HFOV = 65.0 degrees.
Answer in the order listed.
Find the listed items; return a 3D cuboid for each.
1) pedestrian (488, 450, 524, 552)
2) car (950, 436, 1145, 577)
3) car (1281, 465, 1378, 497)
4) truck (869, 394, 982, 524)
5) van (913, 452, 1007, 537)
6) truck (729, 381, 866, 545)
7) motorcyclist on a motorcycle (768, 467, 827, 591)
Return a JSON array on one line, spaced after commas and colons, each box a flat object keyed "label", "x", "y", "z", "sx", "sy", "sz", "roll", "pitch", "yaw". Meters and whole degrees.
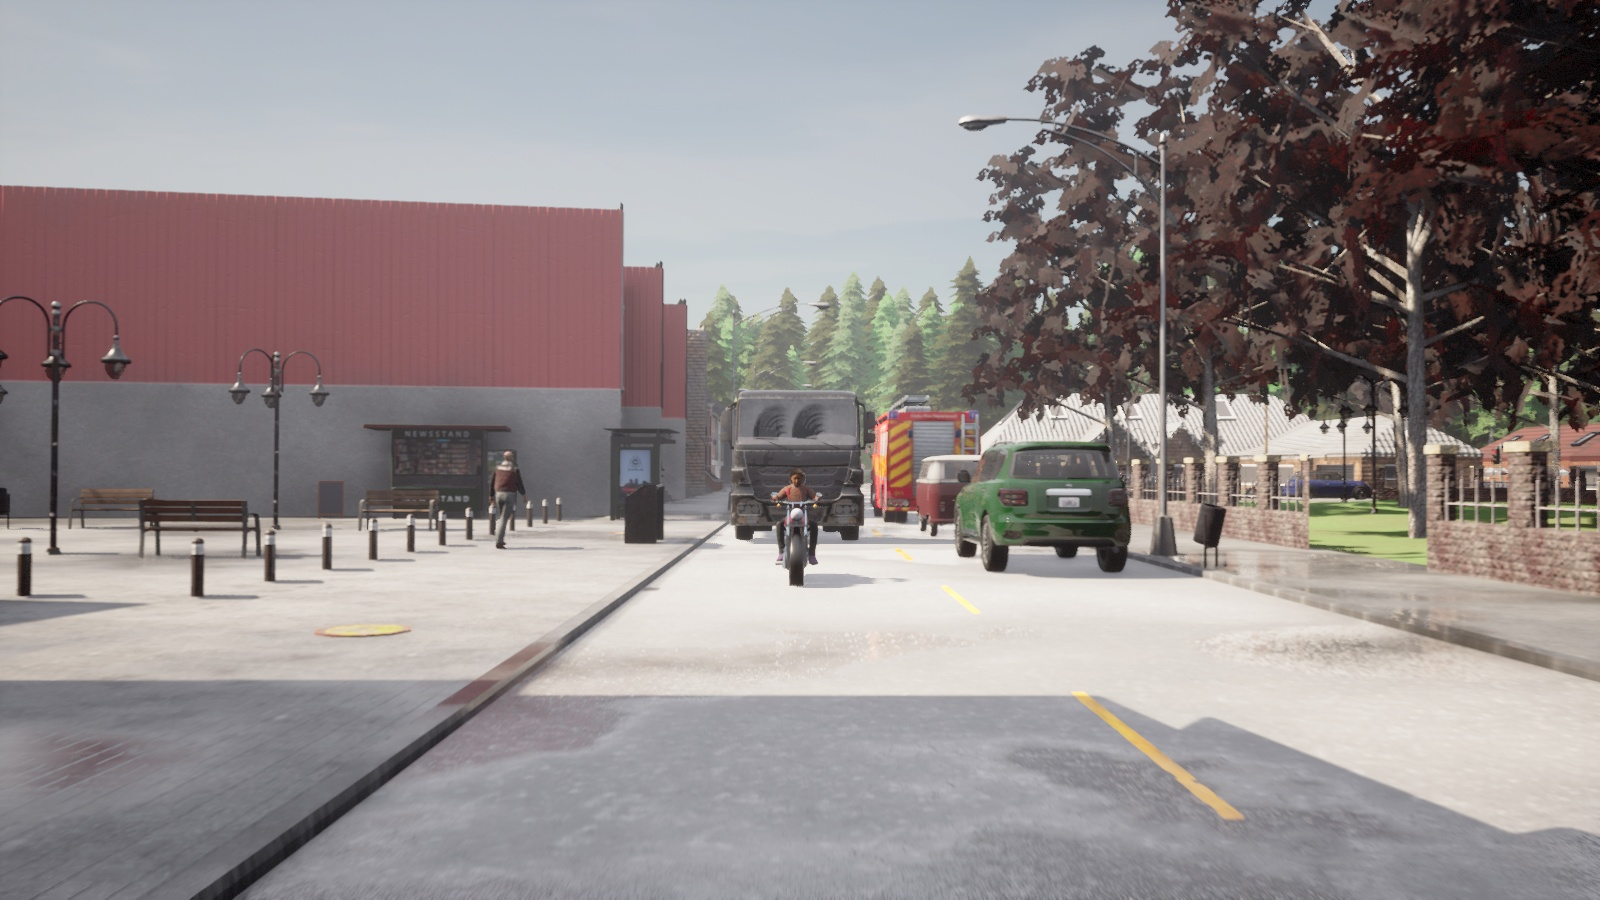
[{"label": "pedestrian", "x": -5.433, "y": 0.935, "z": 23.214, "sx": 0.376, "sy": 1.854, "sz": 0.720, "roll": 0, "pitch": -1, "yaw": 13}, {"label": "car", "x": 3.961, "y": 0.873, "z": 21.176, "sx": 2.150, "sy": 2.045, "sz": 5.566, "roll": 0, "pitch": -1, "yaw": 0}, {"label": "car", "x": 29.953, "y": 1.744, "z": 71.133, "sx": 4.553, "sy": 1.767, "sz": 2.097, "roll": 0, "pitch": -1, "yaw": -2}, {"label": "truck", "x": 3.936, "y": 0.325, "z": 41.294, "sx": 2.891, "sy": 3.827, "sz": 8.468, "roll": 0, "pitch": -1, "yaw": 0}, {"label": "van", "x": 3.948, "y": 1.081, "z": 31.650, "sx": 1.775, "sy": 1.987, "sz": 4.442, "roll": 0, "pitch": -1, "yaw": 0}, {"label": "truck", "x": -0.053, "y": 0.345, "z": 30.588, "sx": 2.891, "sy": 3.462, "sz": 7.936, "roll": 0, "pitch": -1, "yaw": 0}, {"label": "motorcyclist on a motorcycle", "x": -0.036, "y": 1.064, "z": 17.820, "sx": 0.766, "sy": 1.649, "sz": 2.350, "roll": 0, "pitch": -1, "yaw": 0}]
